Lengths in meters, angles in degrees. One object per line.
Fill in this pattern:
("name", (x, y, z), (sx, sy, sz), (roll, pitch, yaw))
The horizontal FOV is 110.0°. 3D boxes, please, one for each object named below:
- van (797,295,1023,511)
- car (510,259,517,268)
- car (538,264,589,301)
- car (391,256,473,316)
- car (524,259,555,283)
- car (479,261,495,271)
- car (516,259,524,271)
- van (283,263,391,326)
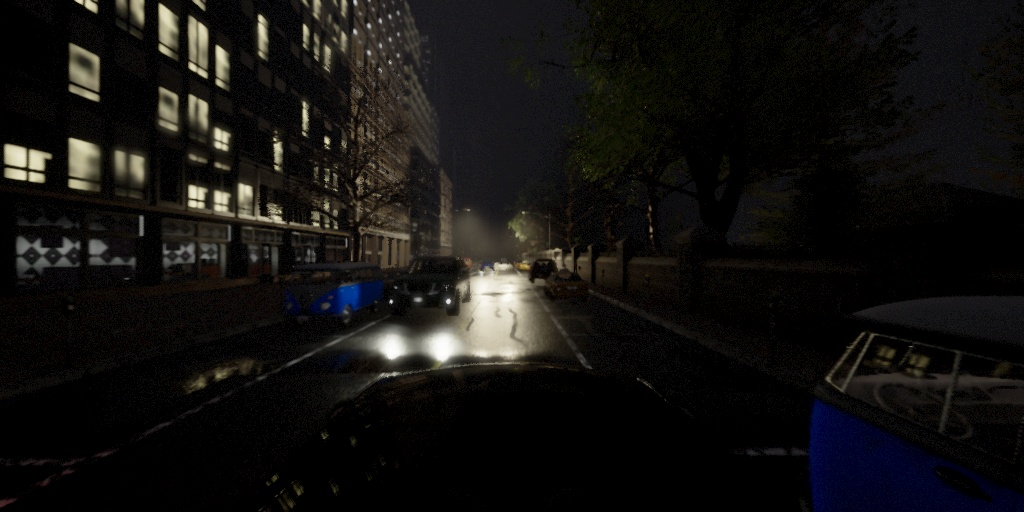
("van", (2.567, 1.087, 0.539), (1.690, 1.789, 3.998), (0, 0, 0))
("car", (1.143, 1.341, 65.191), (1.801, 1.575, 5.366), (0, 0, -2))
("car", (2.495, 1.313, 17.342), (1.751, 1.417, 4.829), (0, 0, -1))
("car", (-2.879, 1.003, 13.828), (2.150, 2.045, 5.566), (0, 0, 0))
("car", (2.370, 1.127, 28.269), (2.192, 1.841, 5.009), (0, 0, -1))
("car", (-3.483, 1.386, 51.236), (1.812, 1.442, 4.674), (0, 0, -1))
("car", (1.917, 1.383, 50.625), (1.751, 1.417, 4.829), (0, 0, -2))
("van", (-5.489, 1.117, 11.488), (1.690, 1.789, 3.998), (0, 0, 0))
